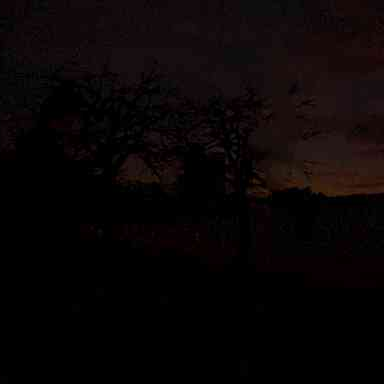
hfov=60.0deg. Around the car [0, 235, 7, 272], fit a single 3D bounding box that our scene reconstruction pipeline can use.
[{"bbox_3d":[-7.072,1.472,10.010,1.970,1.475,3.806,3,-3,-44],"label":"car"}]
